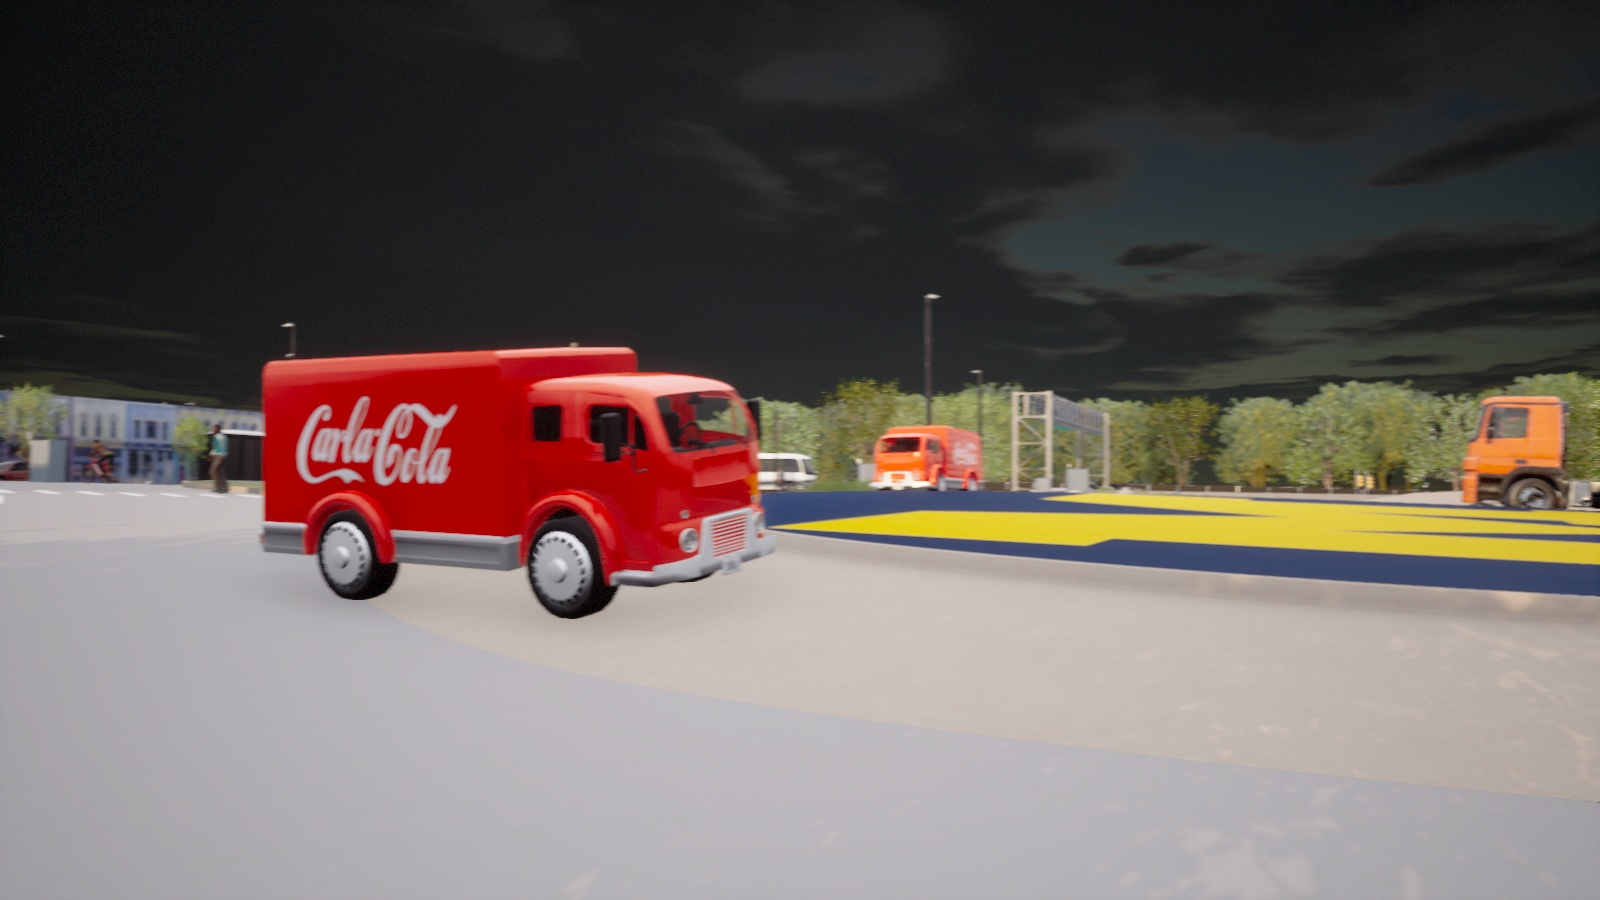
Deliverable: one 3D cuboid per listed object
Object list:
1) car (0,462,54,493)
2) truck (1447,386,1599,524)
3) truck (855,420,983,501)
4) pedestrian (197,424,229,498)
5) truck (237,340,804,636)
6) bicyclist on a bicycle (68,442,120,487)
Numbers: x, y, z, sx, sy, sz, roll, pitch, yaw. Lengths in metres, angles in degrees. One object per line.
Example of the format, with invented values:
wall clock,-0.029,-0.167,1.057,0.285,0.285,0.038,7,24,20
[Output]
car,-43.968,1.528,69.752,1.851,1.617,3.988,-2,-3,23
truck,21.799,0.251,33.217,7.936,3.462,2.891,3,-2,32
truck,4.086,0.449,42.314,2.627,2.467,5.204,-2,-4,26
pedestrian,-15.379,0.297,32.900,0.692,1.930,0.396,1,-3,-37
truck,-2.917,0.208,13.029,5.204,2.467,2.627,1,6,30
bicyclist on a bicycle,-25.444,0.528,45.244,1.656,1.620,0.582,0,-2,16
